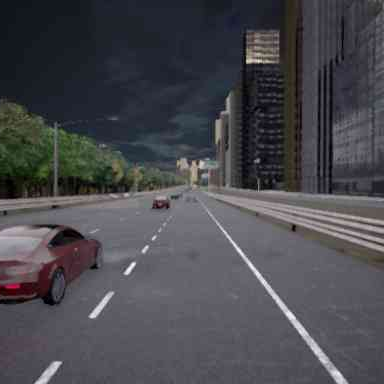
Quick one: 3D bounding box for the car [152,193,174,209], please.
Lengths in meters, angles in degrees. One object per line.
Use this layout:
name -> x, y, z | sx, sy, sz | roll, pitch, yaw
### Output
car -> -3.588, 1.209, 39.831 | 1.882, 1.535, 5.008 | 0, 0, 0

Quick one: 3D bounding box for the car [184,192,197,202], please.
car -> -0.108, 1.119, 62.442 | 2.033, 1.411, 5.357 | 0, 0, 0

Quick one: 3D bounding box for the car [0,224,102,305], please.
car -> -3.504, 1.470, 7.797 | 1.812, 1.442, 4.674 | 0, 0, 0

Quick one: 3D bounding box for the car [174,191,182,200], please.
car -> -3.781, 0.989, 73.575 | 1.837, 1.490, 4.892 | 0, 0, 0
